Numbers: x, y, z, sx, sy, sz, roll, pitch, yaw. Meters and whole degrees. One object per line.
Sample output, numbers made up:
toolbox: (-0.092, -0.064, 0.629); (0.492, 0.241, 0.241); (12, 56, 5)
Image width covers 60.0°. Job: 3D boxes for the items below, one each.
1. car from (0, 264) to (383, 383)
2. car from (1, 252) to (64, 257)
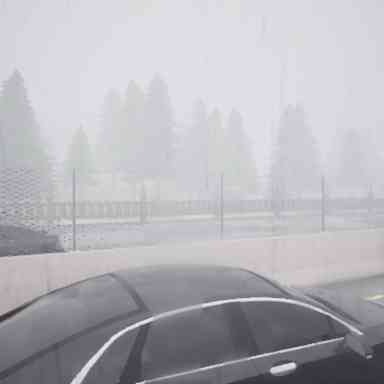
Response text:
car: (0.243, 1.503, 3.195); (4.892, 1.490, 1.837); (0, 0, -26)
car: (-5.796, 1.503, 8.245); (4.892, 1.490, 1.837); (0, 0, -26)
